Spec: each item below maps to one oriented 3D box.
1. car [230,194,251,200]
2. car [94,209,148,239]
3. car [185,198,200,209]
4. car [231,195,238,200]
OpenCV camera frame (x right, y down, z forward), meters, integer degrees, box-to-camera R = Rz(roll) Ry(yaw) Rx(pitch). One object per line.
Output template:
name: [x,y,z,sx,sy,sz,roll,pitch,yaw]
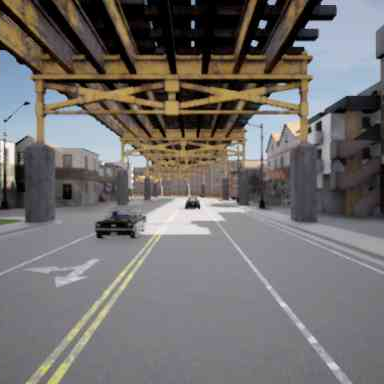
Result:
car: [12.240,1.318,84.172,4.974,1.542,2.038,0,0,30]
car: [-3.513,1.574,17.178,1.895,1.301,4.718,0,0,0]
car: [0.106,1.492,44.299,1.994,1.385,4.181,0,0,0]
car: [12.286,1.161,84.146,4.536,1.218,1.853,0,0,30]
